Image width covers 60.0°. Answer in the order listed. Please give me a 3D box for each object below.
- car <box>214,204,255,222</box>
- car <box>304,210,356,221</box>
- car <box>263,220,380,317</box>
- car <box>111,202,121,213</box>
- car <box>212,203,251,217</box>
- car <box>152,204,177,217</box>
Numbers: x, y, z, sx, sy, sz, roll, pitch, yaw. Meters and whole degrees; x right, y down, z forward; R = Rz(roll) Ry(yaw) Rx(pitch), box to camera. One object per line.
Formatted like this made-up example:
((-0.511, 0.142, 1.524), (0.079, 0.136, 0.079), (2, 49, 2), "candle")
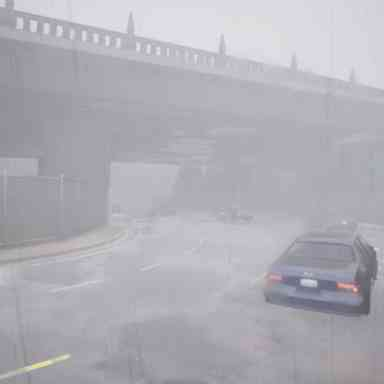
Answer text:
((3.859, 1.975, 30.650), (2.033, 1.411, 5.357), (0, -1, -16), "car")
((8.929, 1.836, 21.832), (1.994, 1.385, 4.181), (0, -1, -5), "car")
((3.294, 1.649, 7.926), (2.033, 1.411, 5.357), (-1, -1, 30), "car")
((-11.725, 2.259, 48.343), (2.128, 1.511, 4.902), (0, -1, -26), "car")
((4.506, 2.092, 38.957), (2.033, 1.411, 5.357), (0, -1, -24), "car")
((-3.301, 2.111, 38.873), (1.812, 1.442, 4.674), (0, -1, -25), "car")
